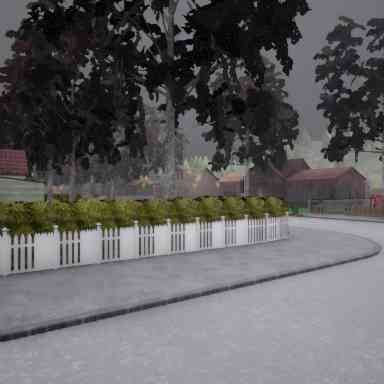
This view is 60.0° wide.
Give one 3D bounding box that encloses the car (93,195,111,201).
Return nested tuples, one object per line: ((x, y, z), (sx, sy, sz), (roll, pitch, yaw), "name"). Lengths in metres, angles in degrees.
((-14.678, 1.351, 53.719), (2.097, 1.767, 4.553), (0, 0, -35), "car")

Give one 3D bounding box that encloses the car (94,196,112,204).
((-17.268, 1.564, 64.447), (1.994, 1.385, 4.181), (0, 0, -36), "car")
